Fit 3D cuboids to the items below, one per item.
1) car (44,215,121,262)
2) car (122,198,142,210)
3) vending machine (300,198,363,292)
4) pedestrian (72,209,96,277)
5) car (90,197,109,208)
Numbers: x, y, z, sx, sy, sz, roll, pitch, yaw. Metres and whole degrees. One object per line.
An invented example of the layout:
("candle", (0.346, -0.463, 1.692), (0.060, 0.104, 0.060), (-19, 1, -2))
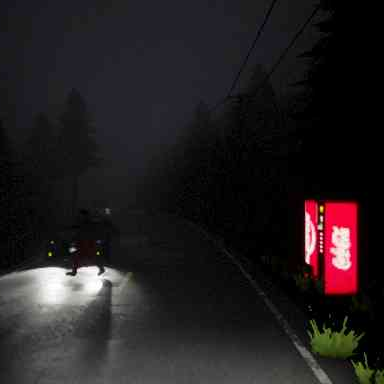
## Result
("car", (-3.766, 1.562, 12.084), (1.994, 1.385, 4.181), (0, 0, -5))
("car", (-7.935, 1.491, 43.789), (2.128, 1.511, 4.902), (0, 0, -23))
("vending machine", (3.279, 1.195, 7.901), (1.100, 2.100, 0.880), (0, 0, -2))
("pedestrian", (-2.824, 1.293, 8.691), (0.375, 1.860, 0.375), (0, 0, -2))
("car", (-13.060, 1.477, 46.840), (1.882, 1.535, 5.008), (0, 0, -27))
